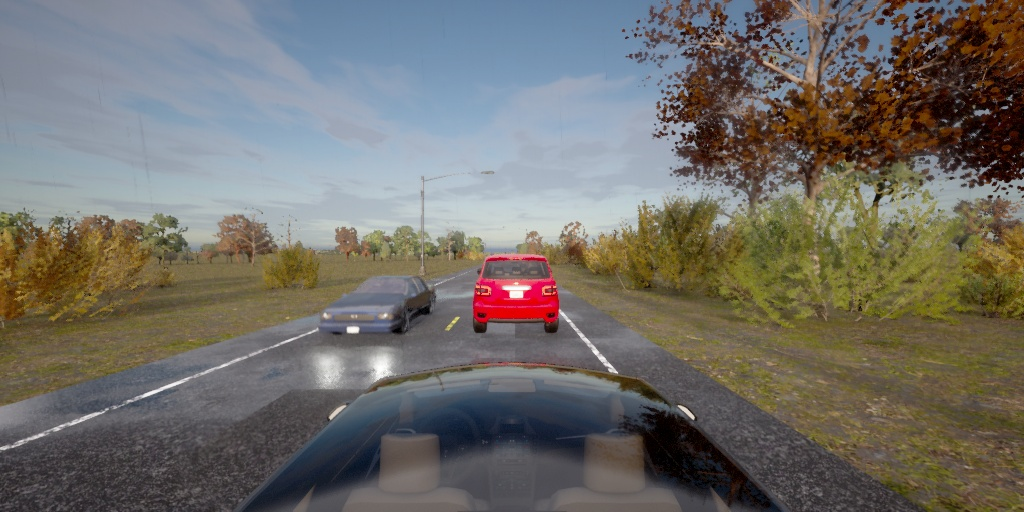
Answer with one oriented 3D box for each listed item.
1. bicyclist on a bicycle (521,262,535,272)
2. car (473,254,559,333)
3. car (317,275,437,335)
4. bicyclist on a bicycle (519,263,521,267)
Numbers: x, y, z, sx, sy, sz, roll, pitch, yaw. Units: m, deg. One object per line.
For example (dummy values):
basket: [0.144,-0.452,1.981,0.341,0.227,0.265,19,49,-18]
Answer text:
bicyclist on a bicycle: [0.938,1.114,18.570,0.659,1.776,1.843,0,0,0]
car: [0.089,0.968,10.864,2.150,2.045,5.566,0,0,0]
car: [-3.614,1.294,10.815,2.033,1.411,5.357,0,0,0]
bicyclist on a bicycle: [0.896,1.111,28.583,0.659,1.776,1.843,0,0,0]
